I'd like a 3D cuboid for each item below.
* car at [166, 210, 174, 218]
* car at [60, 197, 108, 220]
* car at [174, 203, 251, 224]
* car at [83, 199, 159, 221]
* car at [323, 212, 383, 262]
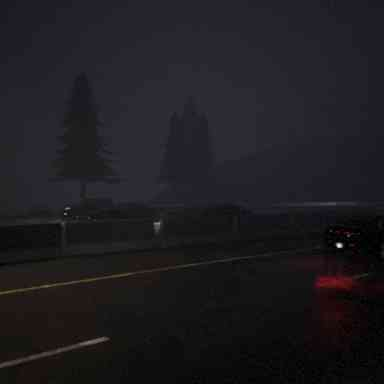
[{"bbox_3d":[0.221,1.522,24.643,4.181,1.385,1.994,0,0,-30],"label":"car"},{"bbox_3d":[-8.480,1.297,27.550,4.553,1.767,2.097,0,0,-32],"label":"car"},{"bbox_3d":[1.605,1.470,21.415,4.892,1.490,1.837,0,0,-30],"label":"car"},{"bbox_3d":[-5.222,1.498,25.516,5.357,1.411,2.033,0,0,-32],"label":"car"},{"bbox_3d":[6.901,1.490,12.128,4.892,1.490,1.837,0,0,-31],"label":"car"}]
